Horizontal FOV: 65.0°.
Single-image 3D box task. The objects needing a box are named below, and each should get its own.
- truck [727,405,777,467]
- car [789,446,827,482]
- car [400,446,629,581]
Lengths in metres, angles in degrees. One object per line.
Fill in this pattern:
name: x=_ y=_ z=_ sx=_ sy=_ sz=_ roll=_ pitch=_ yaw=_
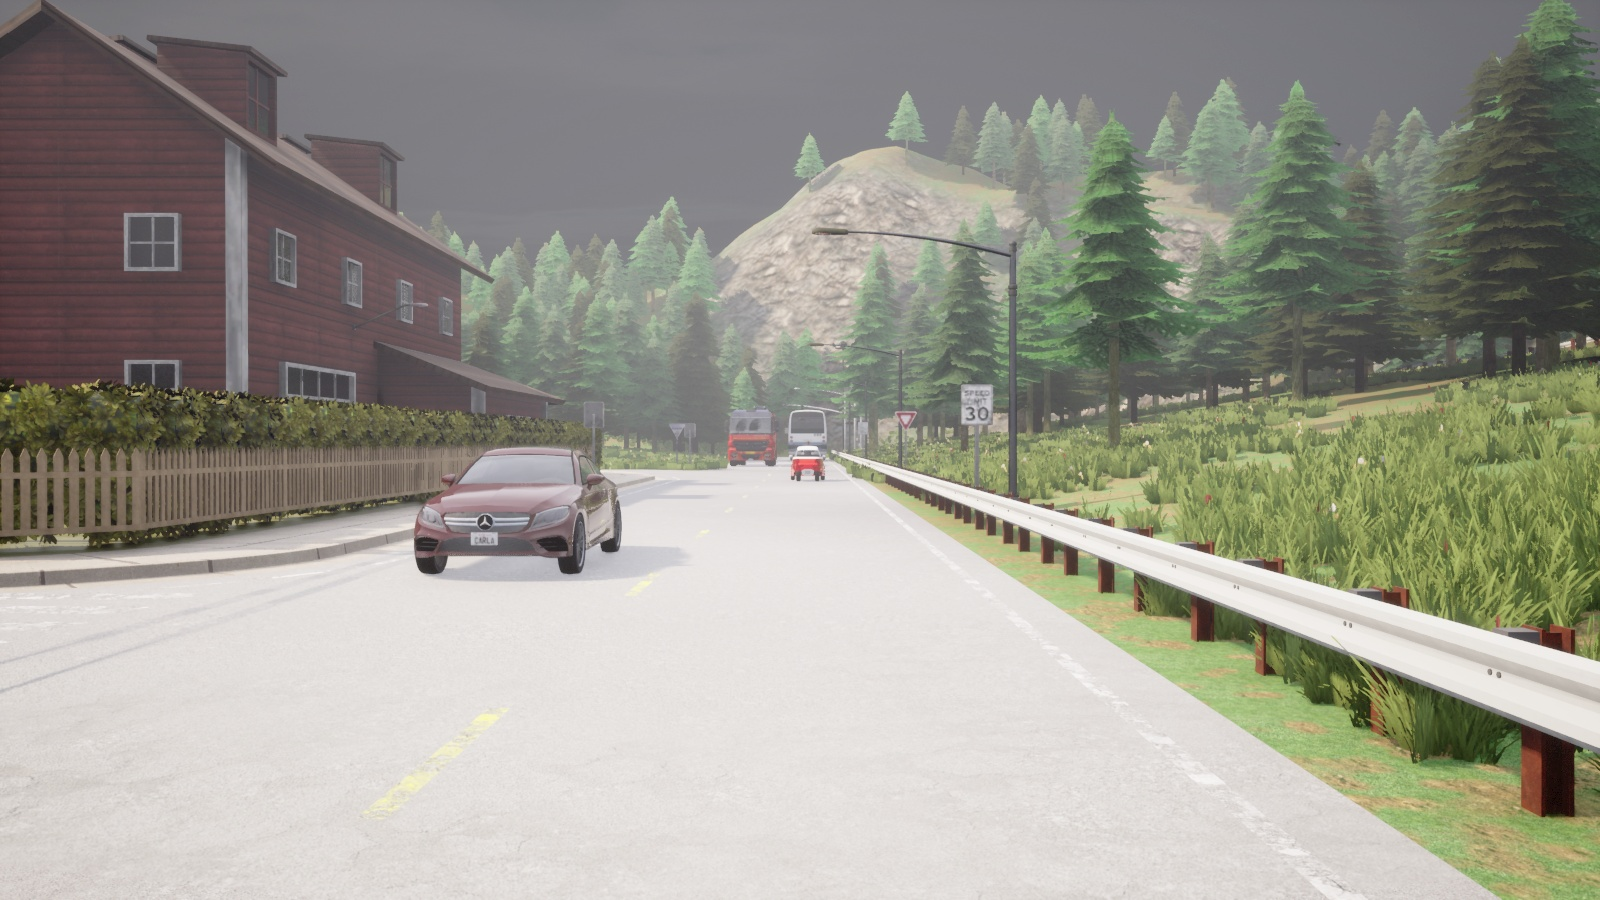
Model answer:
truck: x=-3.005 y=-0.880 z=81.292 sx=2.891 sy=3.827 sz=8.468 roll=0 pitch=0 yaw=0
car: x=0.308 y=0.521 z=49.659 sx=1.481 sy=1.376 sz=2.207 roll=0 pitch=1 yaw=0
car: x=-3.391 y=0.680 z=15.864 sx=1.812 sy=1.442 sz=4.674 roll=0 pitch=0 yaw=0
